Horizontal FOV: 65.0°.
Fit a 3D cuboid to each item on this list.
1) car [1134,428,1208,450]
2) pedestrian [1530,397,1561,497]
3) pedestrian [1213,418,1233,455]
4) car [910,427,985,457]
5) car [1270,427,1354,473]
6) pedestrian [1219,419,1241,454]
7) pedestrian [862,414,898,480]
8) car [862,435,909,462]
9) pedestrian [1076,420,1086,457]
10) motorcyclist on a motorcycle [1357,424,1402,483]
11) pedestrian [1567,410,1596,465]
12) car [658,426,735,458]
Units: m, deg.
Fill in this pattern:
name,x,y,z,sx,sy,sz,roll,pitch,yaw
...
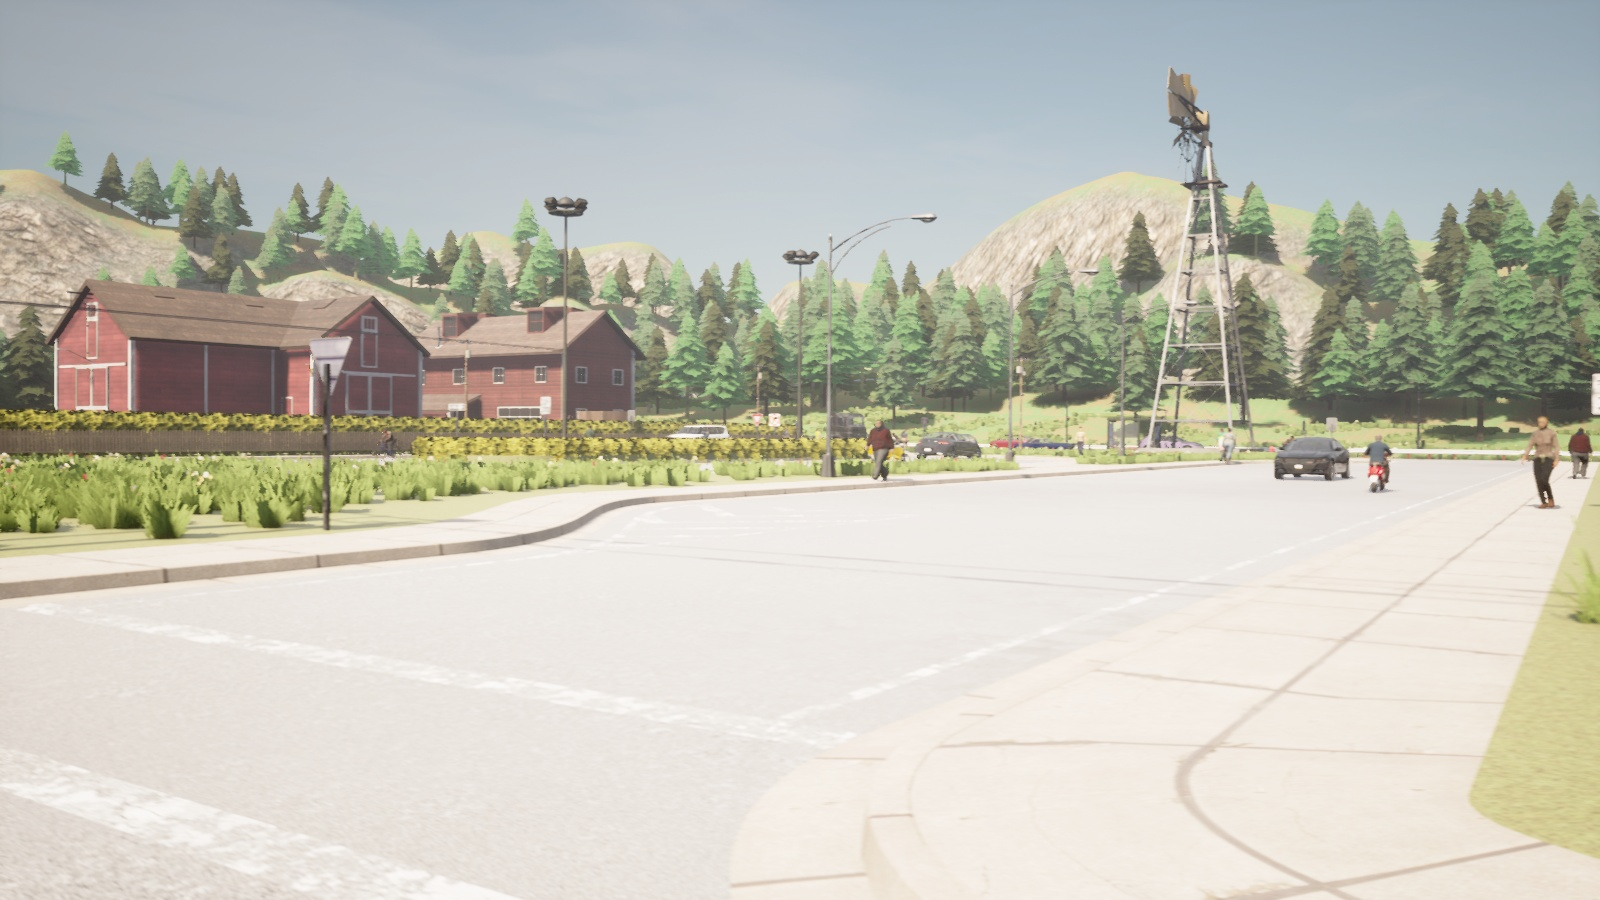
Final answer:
name,x,y,z,sx,sy,sz,roll,pitch,yaw
car,27.717,-0.827,93.889,4.856,1.649,2.033,0,1,34
pedestrian,14.065,-0.062,23.692,0.634,1.846,0.331,-1,1,-42
pedestrian,22.802,-0.715,67.642,0.873,1.952,0.659,-1,1,-41
car,8.340,-0.480,70.566,2.152,1.651,5.027,0,1,33
car,18.254,-0.051,44.616,1.882,1.535,5.008,0,1,33
pedestrian,22.849,-0.705,66.782,0.874,1.855,0.900,0,1,36
pedestrian,2.248,-0.087,35.189,0.634,1.844,0.899,0,1,32
car,4.385,-0.083,64.465,1.481,1.376,2.207,0,1,33
pedestrian,14.314,-0.580,63.914,0.345,1.836,0.594,0,1,25
motorcyclist on a motorcycle,16.003,0.076,34.644,0.866,1.590,1.817,0,1,33
pedestrian,26.439,-0.431,42.489,0.899,1.844,0.634,-1,1,-43
car,-6.961,-0.566,84.993,2.150,2.045,5.566,0,1,33
